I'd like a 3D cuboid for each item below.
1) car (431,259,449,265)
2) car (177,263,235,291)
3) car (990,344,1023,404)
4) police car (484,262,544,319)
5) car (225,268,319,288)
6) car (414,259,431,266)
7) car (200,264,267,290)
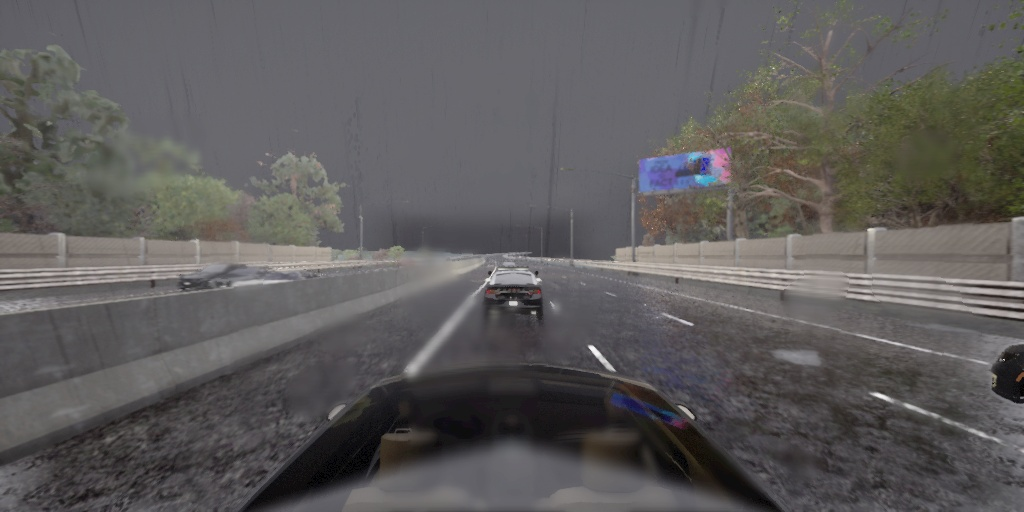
[{"bbox_3d":[-11.498,1.216,59.272,2.128,1.511,4.902,0,0,-1],"label":"car"},{"bbox_3d":[-17.728,1.230,22.041,1.882,1.535,5.008,0,0,-1],"label":"car"},{"bbox_3d":[7.094,1.251,2.532,1.837,1.490,4.892,0,-1,0],"label":"car"},{"bbox_3d":[0.053,1.174,13.015,1.930,1.638,5.238,0,0,0],"label":"police car"},{"bbox_3d":[-10.676,1.353,17.008,1.895,1.301,4.718,0,0,-1],"label":"car"},{"bbox_3d":[-15.085,1.286,62.379,1.994,1.385,4.181,0,0,-1],"label":"car"},{"bbox_3d":[-14.203,1.316,19.672,1.994,1.385,4.181,0,0,-1],"label":"car"}]
